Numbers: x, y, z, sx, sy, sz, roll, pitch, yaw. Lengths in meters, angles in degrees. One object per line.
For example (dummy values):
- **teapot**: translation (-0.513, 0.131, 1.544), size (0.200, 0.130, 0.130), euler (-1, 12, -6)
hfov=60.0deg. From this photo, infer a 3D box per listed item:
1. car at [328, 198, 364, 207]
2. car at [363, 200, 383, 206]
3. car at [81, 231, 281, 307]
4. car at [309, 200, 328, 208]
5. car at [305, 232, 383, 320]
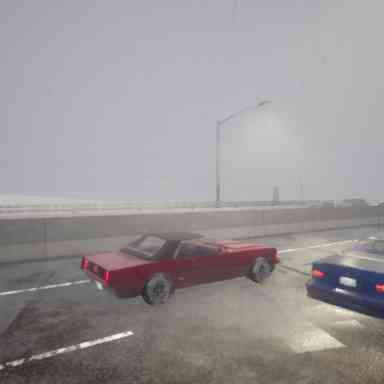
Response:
- **car**: translation (18.099, 1.503, 37.865), size (4.553, 1.767, 2.097), euler (0, 0, -34)
- **car**: translation (20.672, 1.681, 35.390), size (4.674, 1.442, 1.812), euler (0, 0, -34)
- **car**: translation (-0.051, 1.617, 8.032), size (4.718, 1.301, 1.895), euler (0, 0, -35)
- **car**: translation (16.206, 1.718, 40.811), size (4.181, 1.385, 1.994), euler (0, 0, -34)
- **car**: translation (4.701, 1.576, 7.083), size (5.357, 1.411, 2.033), euler (0, 0, -35)
